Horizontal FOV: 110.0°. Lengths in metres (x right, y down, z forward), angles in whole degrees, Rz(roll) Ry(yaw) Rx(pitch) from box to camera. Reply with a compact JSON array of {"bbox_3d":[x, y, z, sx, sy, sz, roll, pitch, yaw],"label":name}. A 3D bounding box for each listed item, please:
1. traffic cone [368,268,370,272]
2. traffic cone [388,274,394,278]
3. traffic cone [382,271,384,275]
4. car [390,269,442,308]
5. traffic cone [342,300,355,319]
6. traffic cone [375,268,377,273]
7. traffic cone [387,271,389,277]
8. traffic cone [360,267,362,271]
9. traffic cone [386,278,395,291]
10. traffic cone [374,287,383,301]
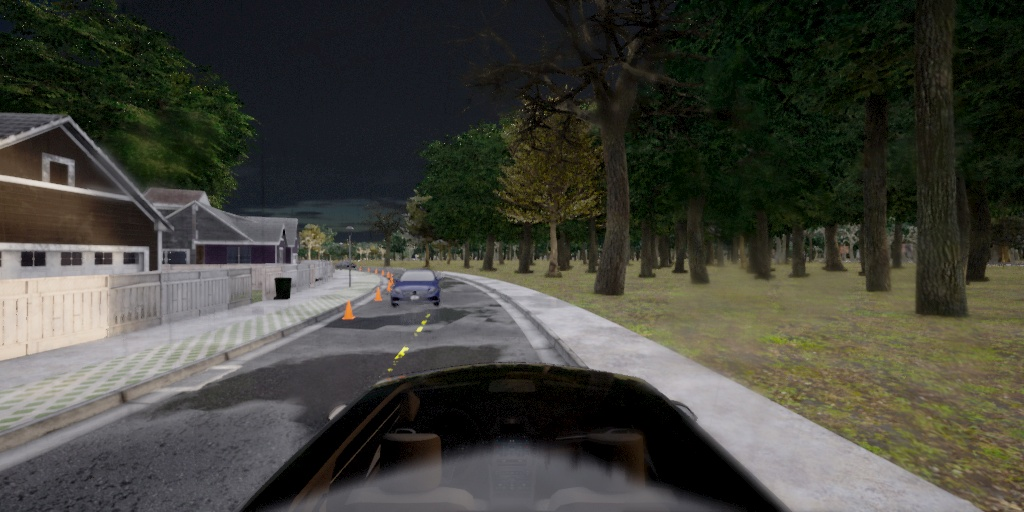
[{"bbox_3d":[-19.017,1.809,47.586,0.340,0.580,0.340,0,0,-33],"label":"traffic cone"},{"bbox_3d":[-8.540,1.743,25.720,0.340,0.580,0.340,0,0,-18],"label":"traffic cone"},{"bbox_3d":[-14.109,1.779,39.190,0.340,0.580,0.340,0,0,-27],"label":"traffic cone"},{"bbox_3d":[-4.038,1.289,15.559,1.812,1.442,4.674,0,0,-11],"label":"car"},{"bbox_3d":[-5.249,1.712,11.519,0.340,0.580,0.340,0,0,-8],"label":"traffic cone"},{"bbox_3d":[-16.448,1.794,43.455,0.340,0.580,0.340,0,0,-30],"label":"traffic cone"},{"bbox_3d":[-10.149,1.755,30.310,0.340,0.580,0.340,0,0,-21],"label":"traffic cone"},{"bbox_3d":[-21.808,1.827,51.569,0.340,0.580,0.340,0,0,-37],"label":"traffic cone"},{"bbox_3d":[-7.184,1.732,21.049,0.340,0.580,0.340,0,0,-15],"label":"traffic cone"},{"bbox_3d":[-6.086,1.721,16.310,0.340,0.580,0.340,0,0,-11],"label":"traffic cone"}]
